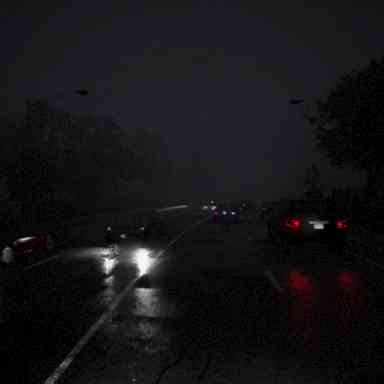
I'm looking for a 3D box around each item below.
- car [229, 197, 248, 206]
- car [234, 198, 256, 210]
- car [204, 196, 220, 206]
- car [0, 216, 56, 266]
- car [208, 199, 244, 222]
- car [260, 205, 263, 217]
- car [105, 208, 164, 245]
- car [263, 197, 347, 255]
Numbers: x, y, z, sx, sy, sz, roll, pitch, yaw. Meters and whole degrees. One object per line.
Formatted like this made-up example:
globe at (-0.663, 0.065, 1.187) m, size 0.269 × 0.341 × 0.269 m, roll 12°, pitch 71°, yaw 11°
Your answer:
car at (7.879, 1.614, 55.932) m, size 1.895 × 1.301 × 4.718 m, roll 0°, pitch 0°, yaw 23°
car at (6.944, 1.580, 42.477) m, size 1.994 × 1.385 × 4.181 m, roll 0°, pitch 0°, yaw 17°
car at (3.391, 1.499, 54.118) m, size 1.837 × 1.490 × 4.892 m, roll 0°, pitch 0°, yaw 21°
car at (-6.459, 1.547, 11.416) m, size 1.994 × 1.385 × 4.181 m, roll 0°, pitch 0°, yaw 5°
car at (2.784, 1.553, 26.199) m, size 2.033 × 1.411 × 5.357 m, roll 0°, pitch 0°, yaw 11°
car at (7.474, 1.567, 31.494) m, size 2.033 × 1.411 × 5.357 m, roll 0°, pitch 0°, yaw 13°
car at (-2.522, 1.517, 15.805) m, size 1.812 × 1.442 × 4.674 m, roll 0°, pitch 0°, yaw 7°
car at (4.443, 1.231, 13.580) m, size 2.150 × 2.045 × 5.566 m, roll 0°, pitch 0°, yaw 6°
